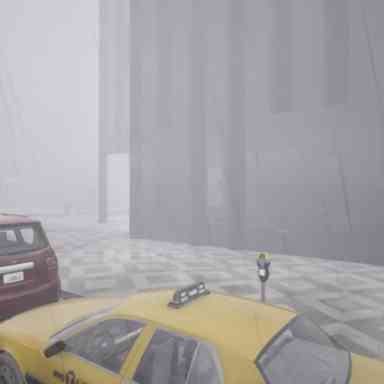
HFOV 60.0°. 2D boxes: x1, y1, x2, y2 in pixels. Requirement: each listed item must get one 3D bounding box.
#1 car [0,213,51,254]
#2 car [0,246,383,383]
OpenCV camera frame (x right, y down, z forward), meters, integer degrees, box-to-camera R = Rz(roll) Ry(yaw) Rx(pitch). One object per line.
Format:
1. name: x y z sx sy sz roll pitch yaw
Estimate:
1. car: -4.504 1.313 6.188 5.009 1.841 2.192 0 0 36
2. car: -0.231 1.525 3.129 4.829 1.417 1.752 0 0 36
